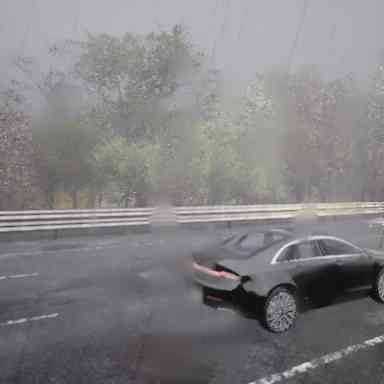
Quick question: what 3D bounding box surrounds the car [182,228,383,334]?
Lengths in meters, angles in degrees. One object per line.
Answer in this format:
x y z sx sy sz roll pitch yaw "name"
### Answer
2.175 1.490 6.685 4.902 1.511 2.128 0 0 -30 "car"
